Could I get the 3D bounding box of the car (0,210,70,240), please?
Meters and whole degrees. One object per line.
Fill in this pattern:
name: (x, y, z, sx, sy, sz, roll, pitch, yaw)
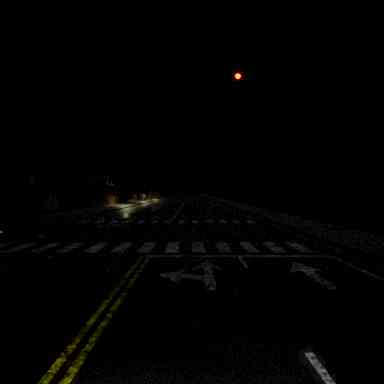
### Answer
car: (-8.586, 1.553, 15.522, 5.357, 1.411, 2.033, 0, 0, -33)
